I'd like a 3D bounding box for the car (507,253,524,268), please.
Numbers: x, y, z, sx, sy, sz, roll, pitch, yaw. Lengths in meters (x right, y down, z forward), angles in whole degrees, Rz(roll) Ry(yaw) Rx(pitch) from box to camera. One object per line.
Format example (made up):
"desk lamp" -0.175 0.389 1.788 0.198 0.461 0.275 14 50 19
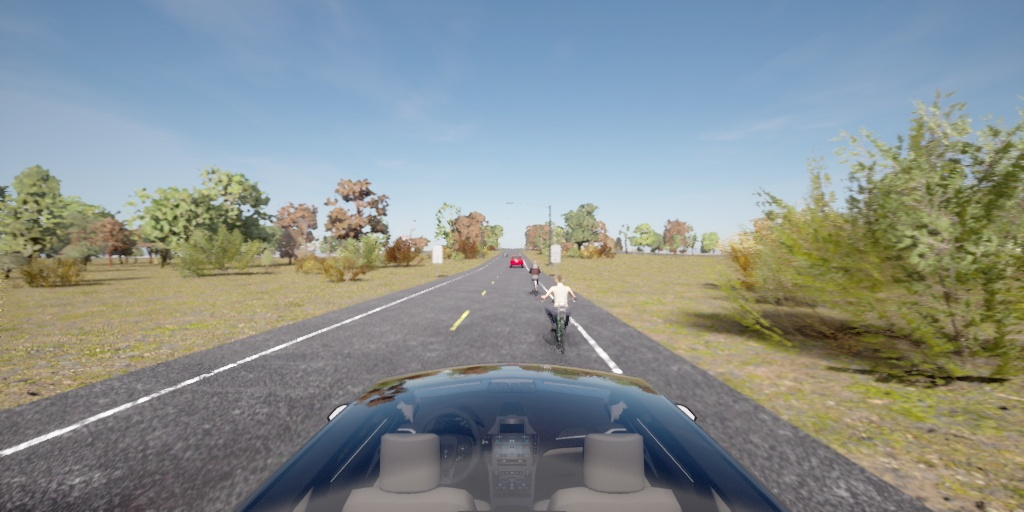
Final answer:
"car" 0.781 0.835 58.473 2.150 2.045 5.566 0 1 1

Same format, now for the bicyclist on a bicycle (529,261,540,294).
"bicyclist on a bicycle" 1.178 1.118 18.386 0.659 1.776 1.843 0 0 1

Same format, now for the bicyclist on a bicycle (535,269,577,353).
"bicyclist on a bicycle" 1.033 1.183 7.839 0.866 1.612 1.509 0 0 1
